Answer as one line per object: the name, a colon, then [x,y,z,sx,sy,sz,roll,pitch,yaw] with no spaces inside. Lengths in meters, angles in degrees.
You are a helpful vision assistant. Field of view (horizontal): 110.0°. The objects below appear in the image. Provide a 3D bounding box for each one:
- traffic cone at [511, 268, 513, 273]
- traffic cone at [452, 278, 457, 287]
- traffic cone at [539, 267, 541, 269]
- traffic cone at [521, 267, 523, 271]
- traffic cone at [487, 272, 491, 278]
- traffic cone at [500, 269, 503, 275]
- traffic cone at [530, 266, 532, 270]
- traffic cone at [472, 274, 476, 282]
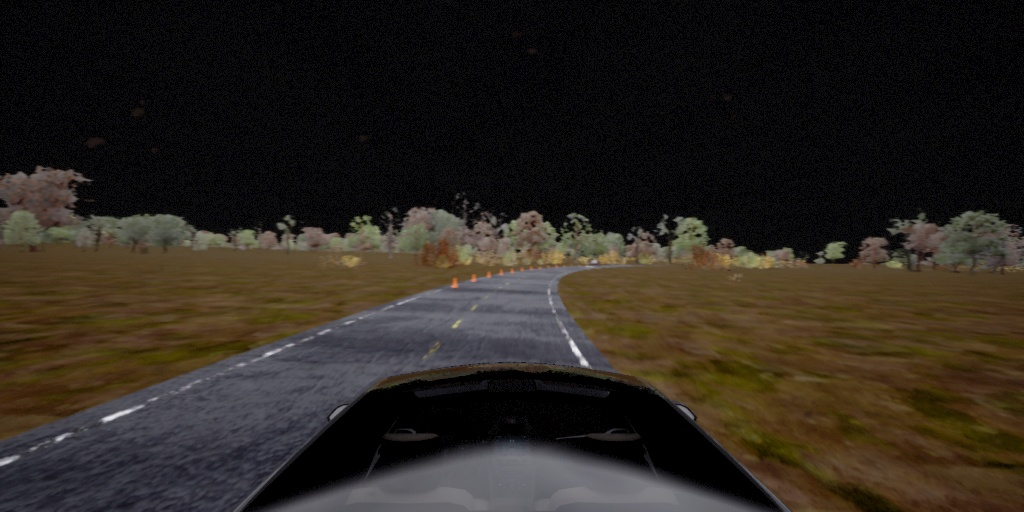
traffic cone: [0.025,1.674,41.930,0.340,0.580,0.340,0,0,14]
traffic cone: [-3.488,1.602,21.887,0.340,0.580,0.340,0,0,6]
traffic cone: [4.409,1.772,56.554,0.340,0.580,0.340,0,0,20]
traffic cone: [1.322,1.703,46.853,0.340,0.580,0.340,0,0,16]
traffic cone: [-2.069,1.630,31.968,0.340,0.580,0.340,0,0,10]
traffic cone: [-1.106,1.650,36.967,0.340,0.580,0.340,0,0,12]
traffic cone: [2.784,1.736,51.729,0.340,0.580,0.340,0,0,18]
traffic cone: [-2.863,1.614,26.940,0.340,0.580,0.340,0,0,8]
